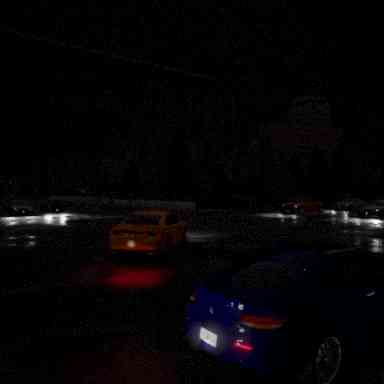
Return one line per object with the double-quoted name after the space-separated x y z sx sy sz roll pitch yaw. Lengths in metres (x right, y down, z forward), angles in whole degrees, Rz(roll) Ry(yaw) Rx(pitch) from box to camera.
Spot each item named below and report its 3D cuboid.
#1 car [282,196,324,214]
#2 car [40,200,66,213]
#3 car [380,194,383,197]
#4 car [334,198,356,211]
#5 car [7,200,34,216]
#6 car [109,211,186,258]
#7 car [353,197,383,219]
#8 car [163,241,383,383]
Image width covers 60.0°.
11.148 1.273 33.500 4.553 1.767 2.097 0 0 -34 "car"
-15.337 1.575 36.646 1.895 1.301 4.718 0 0 -34 "car"
25.791 1.014 43.799 5.008 1.535 1.882 -4 2 -35 "car"
18.442 1.391 38.579 4.674 1.442 1.812 -1 1 -35 "car"
-16.602 1.510 32.203 1.812 1.442 4.674 0 0 -33 "car"
-1.474 1.461 12.718 1.882 1.535 5.008 1 0 9 "car"
16.075 1.439 28.347 4.674 1.442 1.812 0 0 -35 "car"
2.057 1.513 5.218 4.674 1.442 1.812 0 0 -36 "car"
